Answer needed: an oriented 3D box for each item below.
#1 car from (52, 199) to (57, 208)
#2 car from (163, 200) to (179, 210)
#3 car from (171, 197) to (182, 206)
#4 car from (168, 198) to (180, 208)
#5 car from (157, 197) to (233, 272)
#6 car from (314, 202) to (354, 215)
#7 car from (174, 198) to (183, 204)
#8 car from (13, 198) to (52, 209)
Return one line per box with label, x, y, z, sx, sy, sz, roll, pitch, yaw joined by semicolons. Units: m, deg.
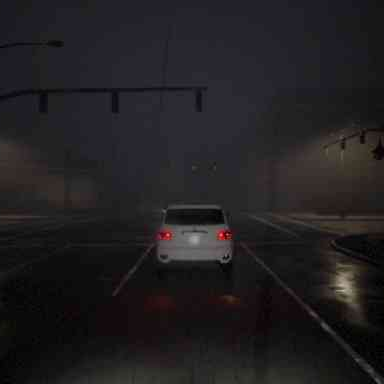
car;-24.004;1.850;53.736;3.806;1.475;1.970;0;0;1
car;-3.107;1.912;49.539;2.033;1.411;5.357;0;0;0
car;-3.185;1.863;69.120;2.097;1.767;4.553;0;0;0
car;-3.167;1.912;59.116;1.882;1.535;5.008;0;0;0
car;0.139;1.307;11.290;2.150;2.045;5.566;0;0;2
car;16.235;1.844;38.041;4.181;1.385;1.994;0;0;1
car;-3.267;2.122;79.466;2.033;1.411;5.357;0;0;0
car;-23.290;1.647;47.986;4.611;1.667;2.242;0;0;1
